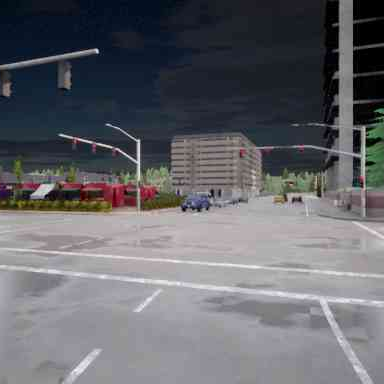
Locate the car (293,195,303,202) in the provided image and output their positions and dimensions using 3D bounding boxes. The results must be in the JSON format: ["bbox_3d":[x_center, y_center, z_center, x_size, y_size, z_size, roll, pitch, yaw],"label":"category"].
[{"bbox_3d":[24.622,1.519,77.350,2.128,1.511,4.902,0,0,19],"label":"car"}]

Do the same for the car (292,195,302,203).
[{"bbox_3d":[21.345,1.472,67.602,1.882,1.535,5.008,0,0,19],"label":"car"}]

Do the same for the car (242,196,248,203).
[{"bbox_3d":[10.239,1.542,67.648,2.033,1.411,5.357,0,0,19],"label":"car"}]

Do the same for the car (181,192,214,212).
[{"bbox_3d":[0.536,1.218,39.286,2.150,2.045,5.566,0,0,19],"label":"car"}]

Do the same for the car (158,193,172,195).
[{"bbox_3d":[-8.090,1.202,81.401,4.605,1.855,1.932,0,0,19],"label":"car"}]

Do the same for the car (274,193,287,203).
[{"bbox_3d":[18.129,1.472,69.001,1.882,1.535,5.008,0,0,19],"label":"car"}]

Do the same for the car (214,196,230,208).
[{"bbox_3d":[3.670,1.597,48.532,1.895,1.301,4.718,0,0,19],"label":"car"}]

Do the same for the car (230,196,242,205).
[{"bbox_3d":[6.780,1.487,57.654,2.128,1.511,4.902,0,0,19],"label":"car"}]
